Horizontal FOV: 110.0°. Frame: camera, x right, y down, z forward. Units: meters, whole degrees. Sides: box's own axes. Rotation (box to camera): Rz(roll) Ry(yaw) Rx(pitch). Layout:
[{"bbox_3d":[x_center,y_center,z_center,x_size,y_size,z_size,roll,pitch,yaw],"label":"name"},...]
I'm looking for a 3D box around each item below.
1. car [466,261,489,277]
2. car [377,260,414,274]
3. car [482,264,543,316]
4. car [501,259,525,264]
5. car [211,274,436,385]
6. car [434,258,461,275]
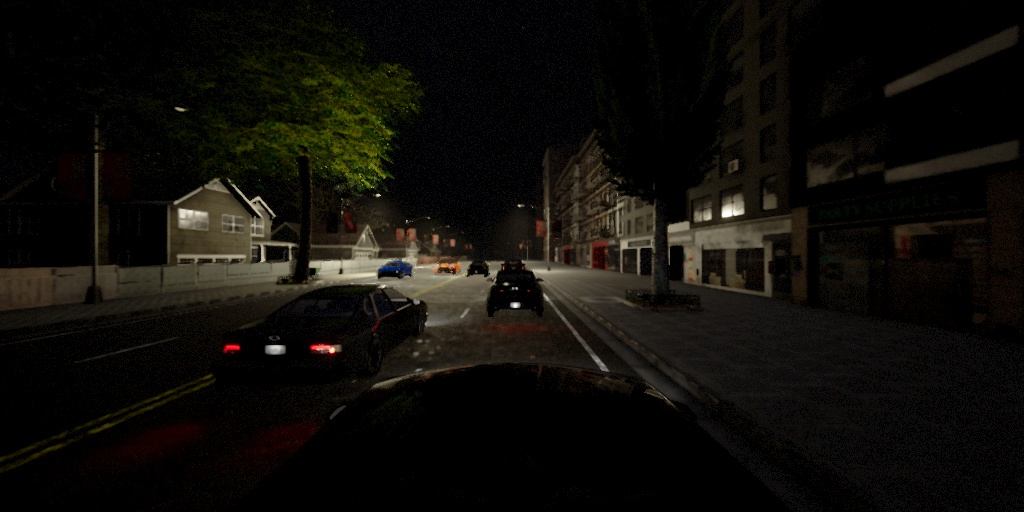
[{"bbox_3d":[-3.141,1.195,33.950,1.812,1.442,4.674,0,0,0],"label":"car"},{"bbox_3d":[-9.835,1.157,30.521,1.882,1.535,5.008,0,0,0],"label":"car"},{"bbox_3d":[0.104,1.229,13.279,1.837,1.490,4.892,0,0,0],"label":"car"},{"bbox_3d":[0.108,1.029,31.174,2.097,1.767,4.553,0,0,0],"label":"car"},{"bbox_3d":[-3.154,1.285,7.285,2.033,1.411,5.357,0,0,0],"label":"car"},{"bbox_3d":[-6.568,1.012,36.658,2.097,1.767,4.553,0,0,0],"label":"car"}]
